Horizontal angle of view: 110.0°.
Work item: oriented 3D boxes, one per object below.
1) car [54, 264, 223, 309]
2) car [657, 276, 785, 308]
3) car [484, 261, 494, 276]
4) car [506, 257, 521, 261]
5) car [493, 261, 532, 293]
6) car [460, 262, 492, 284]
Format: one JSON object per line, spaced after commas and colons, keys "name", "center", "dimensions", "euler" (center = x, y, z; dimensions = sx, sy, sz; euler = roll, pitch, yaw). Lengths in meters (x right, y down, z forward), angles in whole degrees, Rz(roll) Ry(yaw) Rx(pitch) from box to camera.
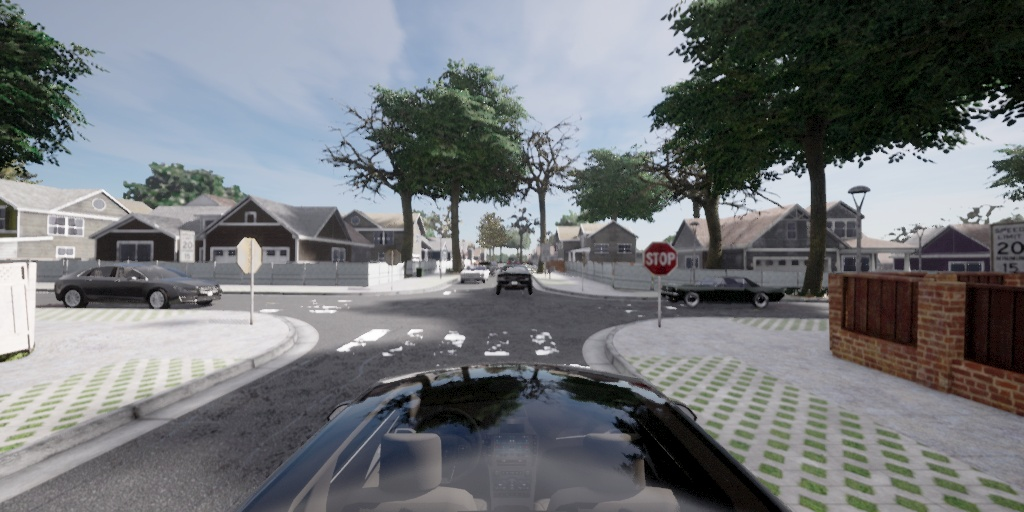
{"name": "car", "center": [-12.929, 1.039, 12.571], "dimensions": [4.892, 1.490, 1.837], "euler": [1, -1, 2]}
{"name": "car", "center": [9.040, 1.535, 15.832], "dimensions": [4.718, 1.301, 1.895], "euler": [1, -1, -1]}
{"name": "car", "center": [-2.785, 1.322, 37.993], "dimensions": [1.837, 1.490, 4.892], "euler": [0, 0, 0]}
{"name": "car", "center": [0.187, 1.200, 57.780], "dimensions": [2.150, 2.045, 5.566], "euler": [0, -1, 0]}
{"name": "car", "center": [0.129, 1.226, 20.604], "dimensions": [1.882, 1.535, 5.008], "euler": [0, 0, 0]}
{"name": "car", "center": [-2.808, 1.368, 27.622], "dimensions": [1.895, 1.301, 4.718], "euler": [0, 0, 0]}
